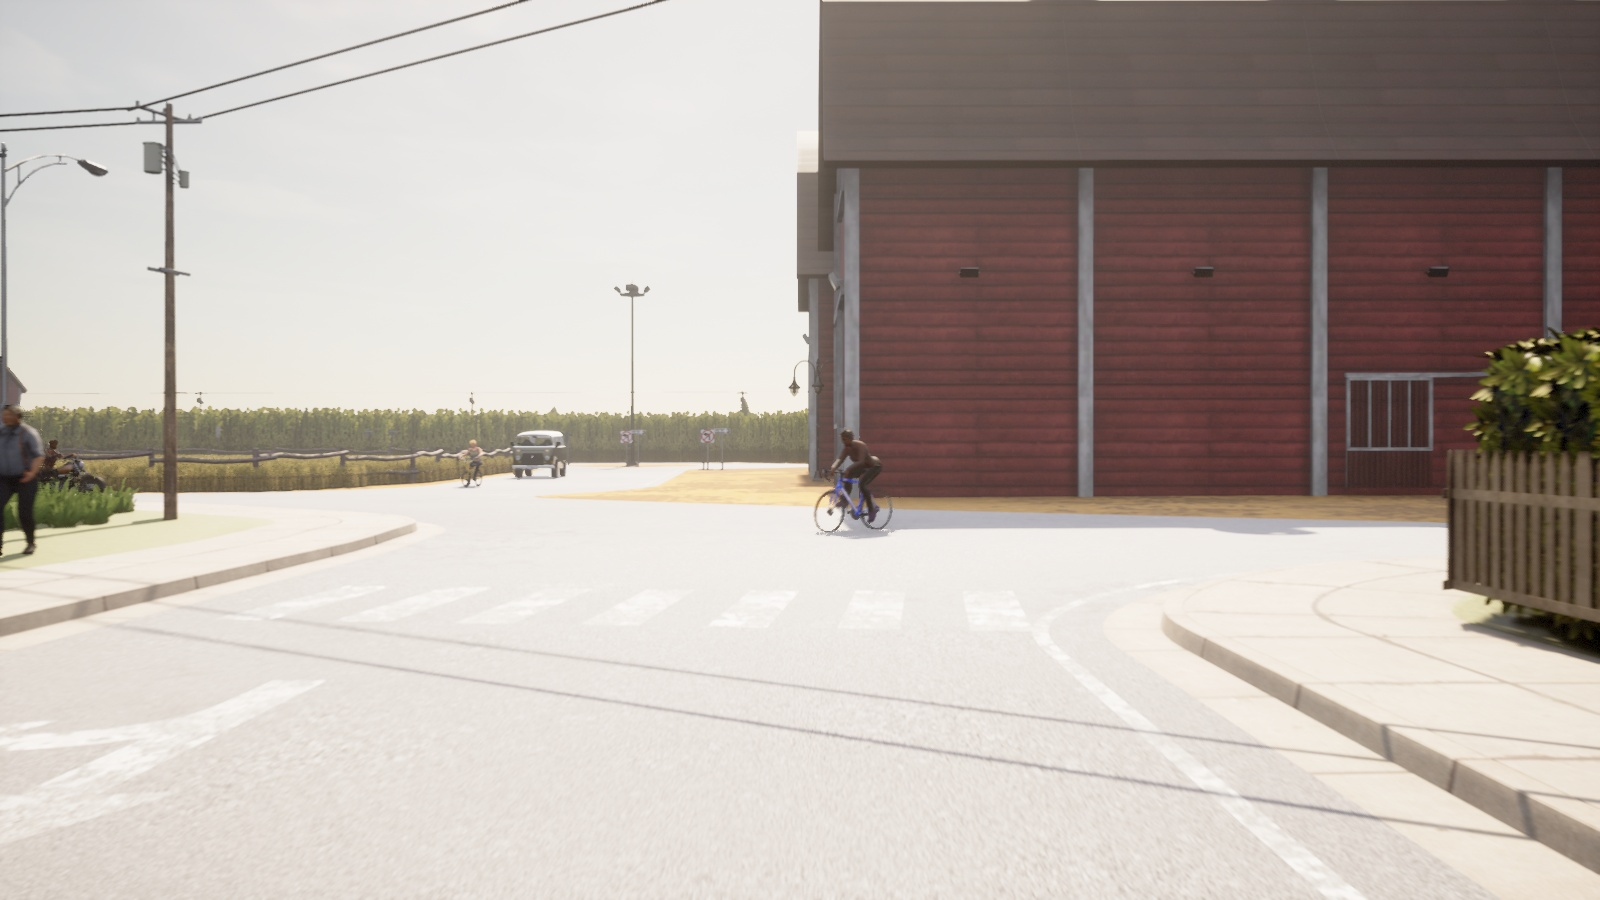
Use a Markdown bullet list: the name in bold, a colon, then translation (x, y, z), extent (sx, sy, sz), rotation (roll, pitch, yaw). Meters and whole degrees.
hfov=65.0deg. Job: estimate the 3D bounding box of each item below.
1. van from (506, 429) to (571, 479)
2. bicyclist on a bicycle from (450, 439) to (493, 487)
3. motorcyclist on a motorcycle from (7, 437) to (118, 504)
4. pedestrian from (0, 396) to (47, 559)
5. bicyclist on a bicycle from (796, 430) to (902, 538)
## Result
- **van**: translation (-11.223, 0.155, 54.211), extent (2.069, 2.038, 4.480), rotation (0, 0, -3)
- **bicyclist on a bicycle**: translation (-11.131, 0.434, 42.557), extent (0.866, 1.612, 1.509), rotation (0, 0, 10)
- **motorcyclist on a motorcycle**: translation (-18.514, 0.504, 31.547), extent (2.350, 1.649, 0.766), rotation (0, 1, 3)
- **pedestrian**: translation (-9.180, 0.306, 14.549), extent (0.540, 1.848, 0.694), rotation (0, 0, -6)
- **bicyclist on a bicycle**: translation (0.781, 0.504, 19.796), extent (1.656, 1.620, 0.582), rotation (-1, 2, -39)
